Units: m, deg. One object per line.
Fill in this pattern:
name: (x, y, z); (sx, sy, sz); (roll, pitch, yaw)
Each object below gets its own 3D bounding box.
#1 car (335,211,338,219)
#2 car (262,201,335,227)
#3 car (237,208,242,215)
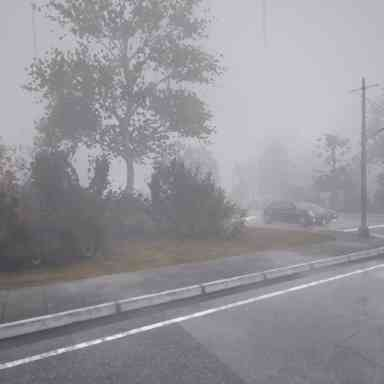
car: (9.182, 1.594, 26.862); (1.837, 1.490, 4.892); (0, -1, -42)
car: (7.282, 1.426, 23.617); (2.097, 1.767, 4.553); (0, -1, -38)
car: (3.472, 1.781, 33.691); (1.994, 1.385, 4.181); (0, -1, -42)
